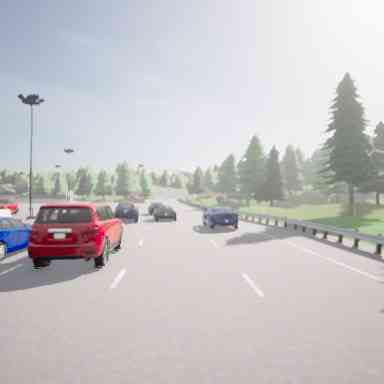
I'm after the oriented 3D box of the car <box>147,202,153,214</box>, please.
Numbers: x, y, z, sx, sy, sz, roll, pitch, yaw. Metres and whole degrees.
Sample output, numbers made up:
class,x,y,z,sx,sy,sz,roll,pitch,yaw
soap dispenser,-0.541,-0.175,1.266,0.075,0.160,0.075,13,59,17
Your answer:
class,x,y,z,sx,sy,sz,roll,pitch,yaw
car,-4.473,2.007,41.902,1.837,1.490,4.892,0,0,-12

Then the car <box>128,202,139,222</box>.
class,x,y,z,sx,sy,sz,roll,pitch,yaw
car,-5.903,1.716,30.122,2.097,1.767,4.553,0,-1,-9

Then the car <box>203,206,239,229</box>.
class,x,y,z,sx,sy,sz,roll,pitch,yaw
car,1.979,1.761,24.173,1.882,1.535,5.008,0,0,-7

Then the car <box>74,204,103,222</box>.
class,x,y,z,sx,sy,sz,roll,pitch,yaw
car,-9.575,1.885,31.046,1.837,1.490,4.892,0,-1,-9

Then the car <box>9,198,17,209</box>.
class,x,y,z,sx,sy,sz,roll,pitch,yaw
car,-21.546,1.738,38.002,2.150,2.045,5.566,0,-1,-12

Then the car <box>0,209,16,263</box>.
class,x,y,z,sx,sy,sz,roll,pitch,yaw
car,-7.455,1.637,12.600,1.882,1.535,5.008,0,-1,-4

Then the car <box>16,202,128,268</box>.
class,x,y,z,sx,sy,sz,roll,pitch,yaw
car,-3.892,1.370,12.046,2.150,2.045,5.566,0,-1,-4

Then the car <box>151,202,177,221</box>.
class,x,y,z,sx,sy,sz,roll,pitch,yaw
car,-2.582,1.941,31.544,1.994,1.385,4.181,0,-1,-9
